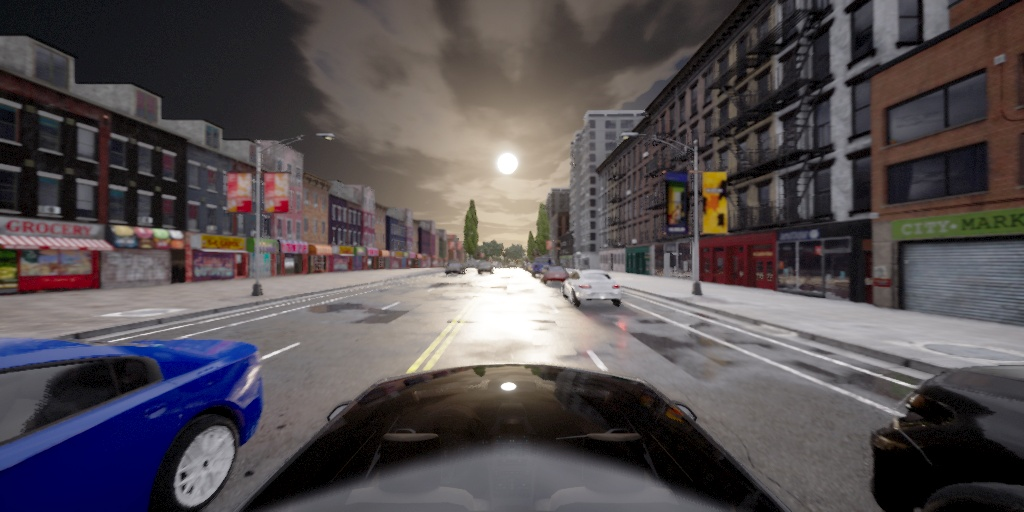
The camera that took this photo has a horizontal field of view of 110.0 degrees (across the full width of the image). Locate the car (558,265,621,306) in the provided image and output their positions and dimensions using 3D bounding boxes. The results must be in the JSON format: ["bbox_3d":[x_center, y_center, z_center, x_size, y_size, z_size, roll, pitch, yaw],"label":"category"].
[{"bbox_3d":[3.347,1.283,15.572,1.812,1.442,4.674,0,0,0],"label":"car"}]

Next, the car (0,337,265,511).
[{"bbox_3d":[-3.350,1.228,1.406,1.882,1.535,5.008,0,0,0],"label":"car"}]

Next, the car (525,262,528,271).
[{"bbox_3d":[3.249,1.550,50.022,1.801,1.575,5.366,0,-1,0],"label":"car"}]

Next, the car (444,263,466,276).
[{"bbox_3d":[-6.585,1.549,42.159,2.033,1.411,5.357,0,-1,0],"label":"car"}]

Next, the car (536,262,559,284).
[{"bbox_3d":[3.248,1.395,27.831,1.994,1.385,4.181,0,-1,0],"label":"car"}]

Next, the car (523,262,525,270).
[{"bbox_3d":[3.249,1.843,60.862,1.895,1.301,4.718,0,-1,0],"label":"car"}]

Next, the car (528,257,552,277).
[{"bbox_3d":[3.248,1.182,38.865,2.150,2.045,5.566,0,-1,0],"label":"car"}]

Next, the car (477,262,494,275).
[{"bbox_3d":[-3.326,1.544,45.210,1.837,1.490,4.892,0,-1,0],"label":"car"}]
